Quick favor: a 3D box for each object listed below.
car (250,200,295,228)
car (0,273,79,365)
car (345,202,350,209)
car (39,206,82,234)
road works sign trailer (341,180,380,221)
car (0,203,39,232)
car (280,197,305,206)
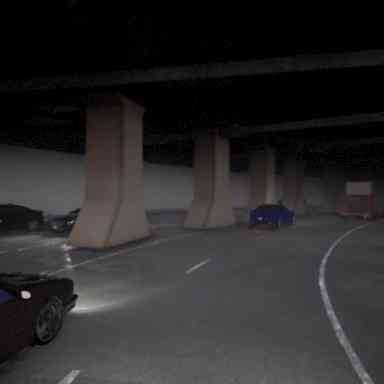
[{"bbox_3d":[5.747,1.581,23.377,1.882,1.535,5.008,1,0,34],"label":"car"},{"bbox_3d":[-3.172,1.505,3.349,2.033,1.411,5.357,1,0,8],"label":"car"},{"bbox_3d":[22.218,1.927,50.527,4.181,1.385,1.994,1,0,-36],"label":"car"},{"bbox_3d":[-5.597,1.461,18.223,1.812,1.442,4.674,1,0,27],"label":"car"},{"bbox_3d":[15.399,0.712,30.690,2.880,3.560,2.380,1,0,-44],"label":"road works sign trailer"},{"bbox_3d":[-10.003,1.349,17.007,1.882,1.535,5.008,1,0,24],"label":"car"},{"bbox_3d":[14.420,1.471,48.898,5.566,2.045,2.150,1,0,-40],"label":"car"}]
